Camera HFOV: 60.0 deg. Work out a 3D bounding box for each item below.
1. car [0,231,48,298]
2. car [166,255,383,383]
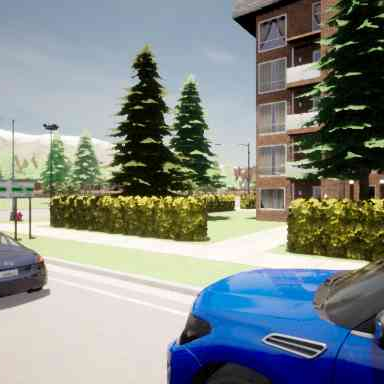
[{"bbox_3d":[-5.207,1.564,7.672,4.181,1.385,1.994,0,0,36],"label":"car"},{"bbox_3d":[2.411,1.221,2.270,5.566,2.045,2.150,0,0,36],"label":"car"}]
